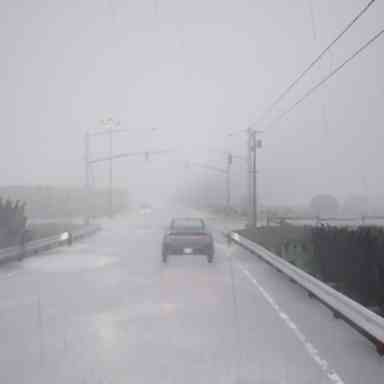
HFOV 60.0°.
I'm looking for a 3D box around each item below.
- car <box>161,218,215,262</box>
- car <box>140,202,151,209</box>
[{"bbox_3d":[-0.188,1.800,13.214,2.128,1.511,4.902,0,-3,-1],"label":"car"},{"bbox_3d":[-8.697,2.535,62.615,1.994,1.385,4.181,0,0,-7],"label":"car"}]
